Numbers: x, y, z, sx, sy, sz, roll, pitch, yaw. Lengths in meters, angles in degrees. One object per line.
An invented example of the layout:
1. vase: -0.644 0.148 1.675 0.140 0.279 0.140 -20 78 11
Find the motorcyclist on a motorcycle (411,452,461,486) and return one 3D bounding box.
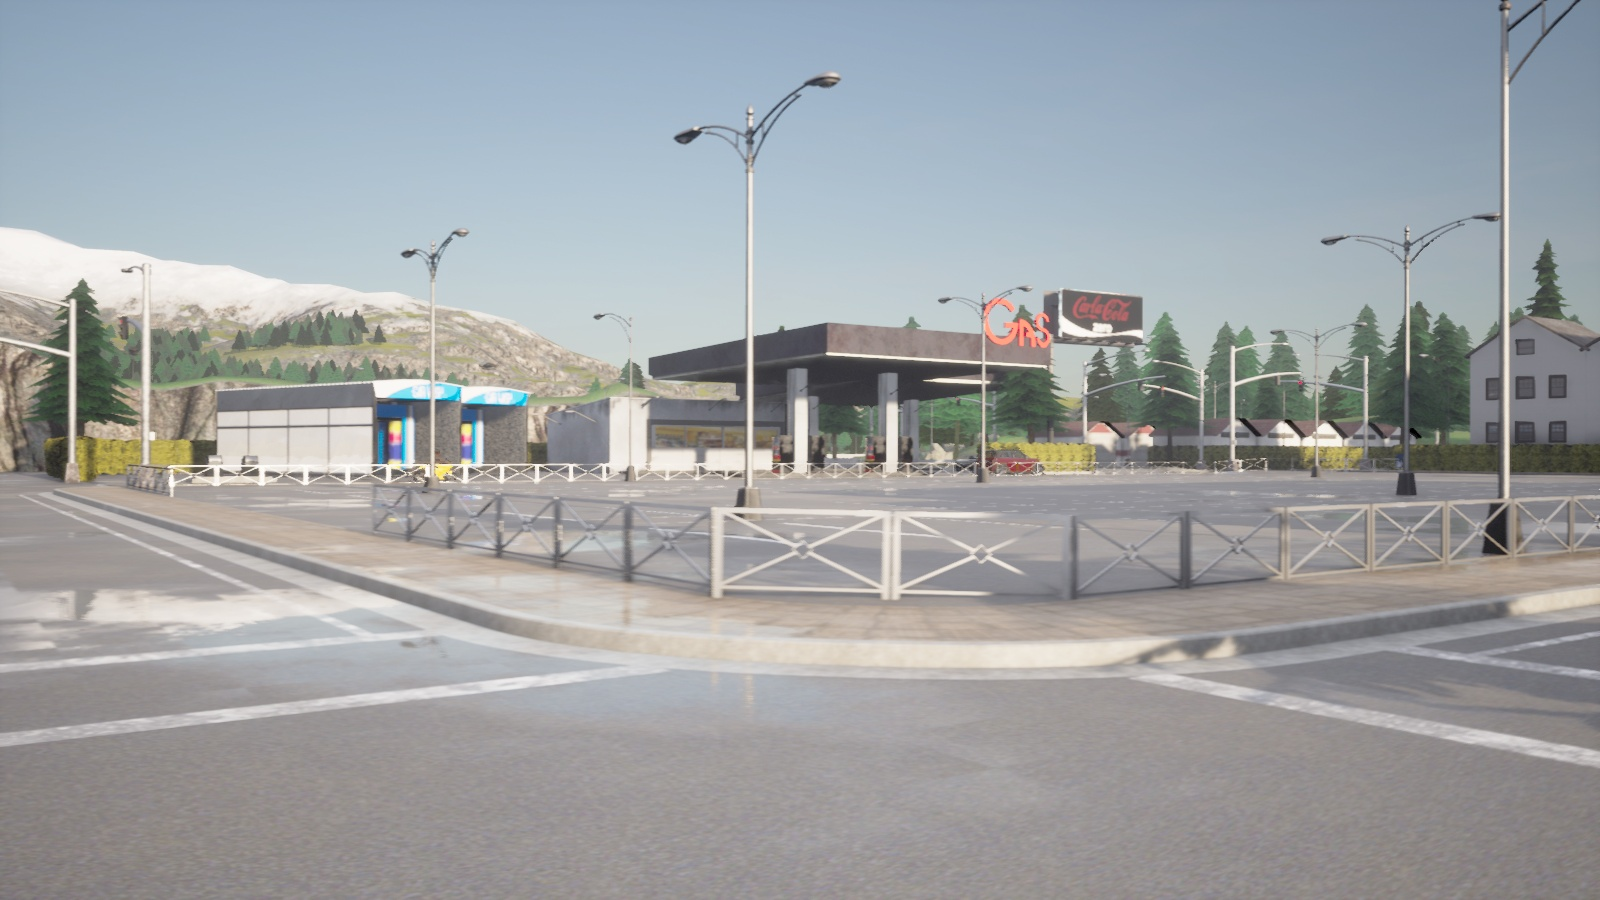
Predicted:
1. motorcyclist on a motorcycle: -16.428 0.837 56.690 2.044 1.523 0.797 0 0 -35

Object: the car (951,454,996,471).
1. car: 13.617 0.982 98.125 1.895 1.301 4.718 0 0 29

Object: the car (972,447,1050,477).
1. car: 12.937 0.710 76.886 4.553 1.767 2.097 0 0 -35
